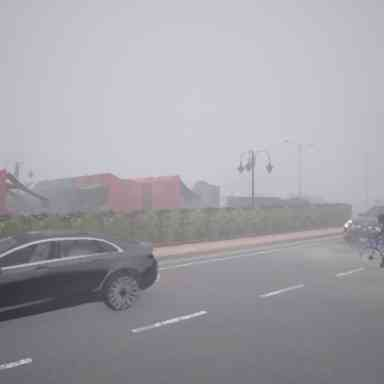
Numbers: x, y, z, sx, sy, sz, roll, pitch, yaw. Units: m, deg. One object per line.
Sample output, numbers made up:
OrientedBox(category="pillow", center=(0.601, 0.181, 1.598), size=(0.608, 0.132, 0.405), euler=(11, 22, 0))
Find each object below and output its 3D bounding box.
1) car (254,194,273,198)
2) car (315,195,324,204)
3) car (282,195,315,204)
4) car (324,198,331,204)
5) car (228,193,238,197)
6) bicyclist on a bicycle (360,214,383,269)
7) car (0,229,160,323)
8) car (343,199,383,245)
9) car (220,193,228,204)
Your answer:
OrientedBox(category="car", center=(14.242, 1.459, 64.553), size=(1.970, 1.475, 3.806), euler=(0, 0, -36))
OrientedBox(category="car", center=(16.122, 1.425, 47.245), size=(1.784, 1.438, 3.905), euler=(0, 0, -36))
OrientedBox(category="car", center=(13.981, 1.215, 45.626), size=(1.932, 1.855, 4.605), euler=(0, 0, -36))
OrientedBox(category="car", center=(18.463, 1.457, 48.948), size=(1.970, 1.475, 3.806), euler=(0, 0, -36))
OrientedBox(category="car", center=(8.525, 1.219, 81.928), size=(1.932, 1.855, 4.605), euler=(0, 0, -36))
OrientedBox(category="bicyclist on a bicycle", center=(5.544, 1.456, 9.392), size=(0.582, 1.620, 1.656), euler=(0, -2, -36))
OrientedBox(category="car", center=(-2.950, 1.492, 6.172), size=(4.902, 1.511, 2.128), euler=(0, 0, -36))
OrientedBox(category="car", center=(8.711, 1.355, 14.762), size=(4.553, 1.767, 2.097), euler=(0, 0, -36))
OrientedBox(category="car", center=(6.153, 1.222, 80.269), size=(1.905, 1.878, 3.866), euler=(0, 0, -36))
